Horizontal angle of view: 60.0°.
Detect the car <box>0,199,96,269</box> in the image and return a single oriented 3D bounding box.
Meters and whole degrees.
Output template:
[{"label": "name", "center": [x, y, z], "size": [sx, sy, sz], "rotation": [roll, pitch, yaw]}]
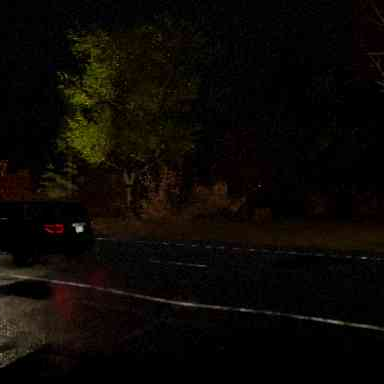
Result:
[{"label": "car", "center": [-5.934, 1.243, 11.328], "size": [5.566, 2.045, 2.150], "rotation": [0, -2, 23]}]
